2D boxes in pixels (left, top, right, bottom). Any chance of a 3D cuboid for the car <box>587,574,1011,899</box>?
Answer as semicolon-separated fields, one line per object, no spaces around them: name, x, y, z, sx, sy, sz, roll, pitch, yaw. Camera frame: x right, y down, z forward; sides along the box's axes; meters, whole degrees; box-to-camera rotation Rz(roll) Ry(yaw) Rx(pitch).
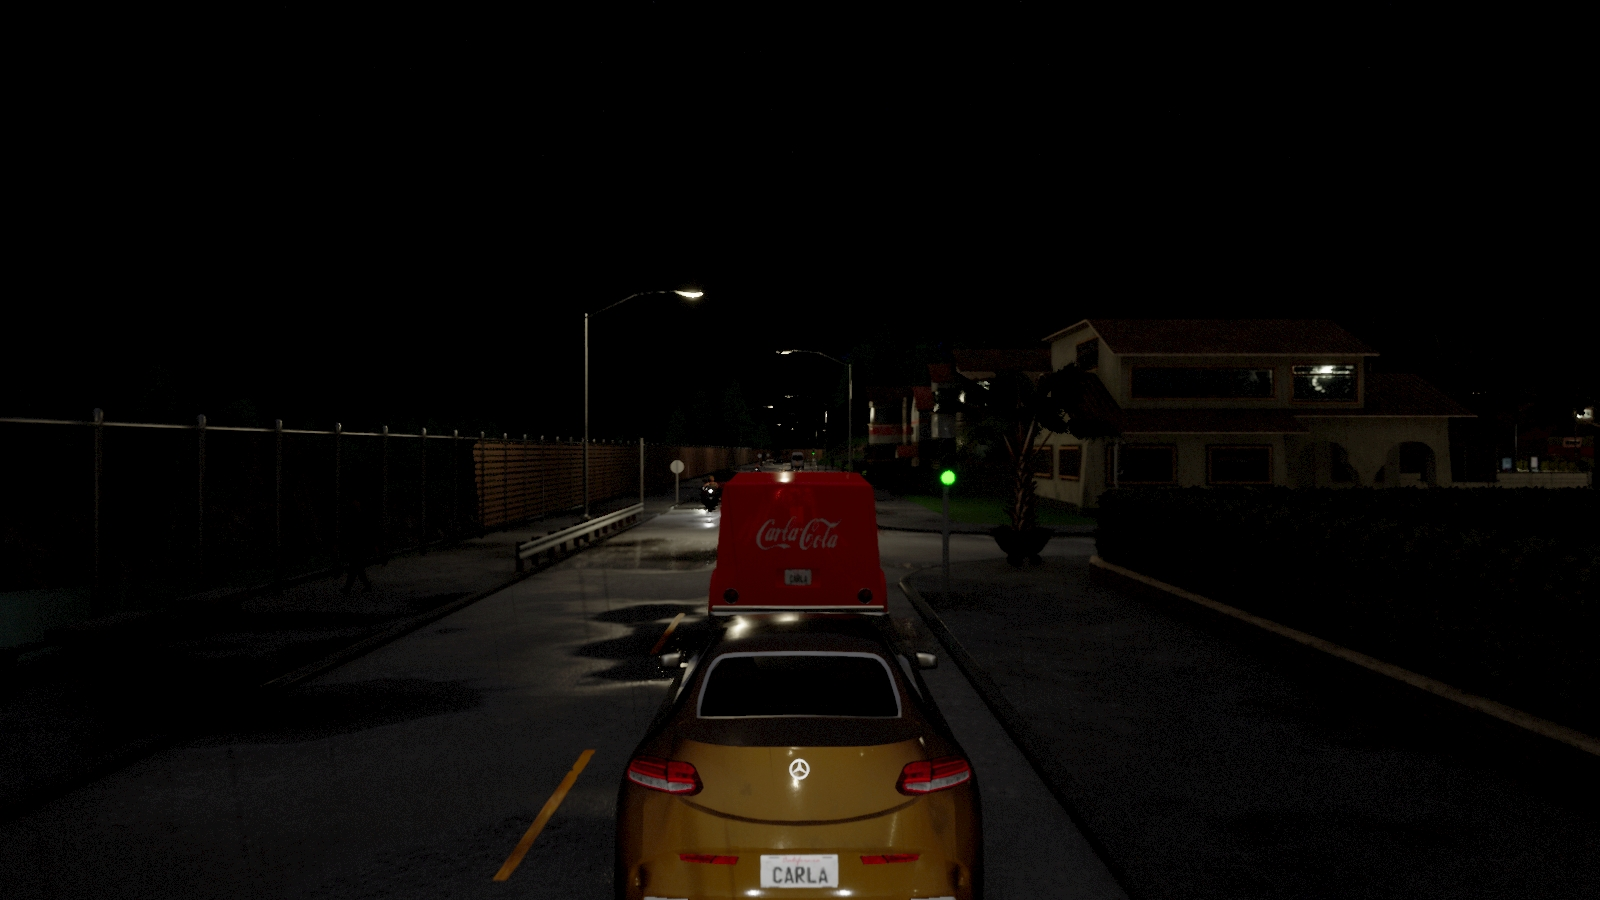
car;-0.009;1.999;8.312;2.152;1.651;5.027;0;0;0

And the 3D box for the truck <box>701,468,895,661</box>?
truck;-0.029;1.593;18.093;2.627;2.467;5.204;0;1;0

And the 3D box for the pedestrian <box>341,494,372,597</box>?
pedestrian;-8.209;1.761;21.152;0.375;1.860;0.375;0;0;12
